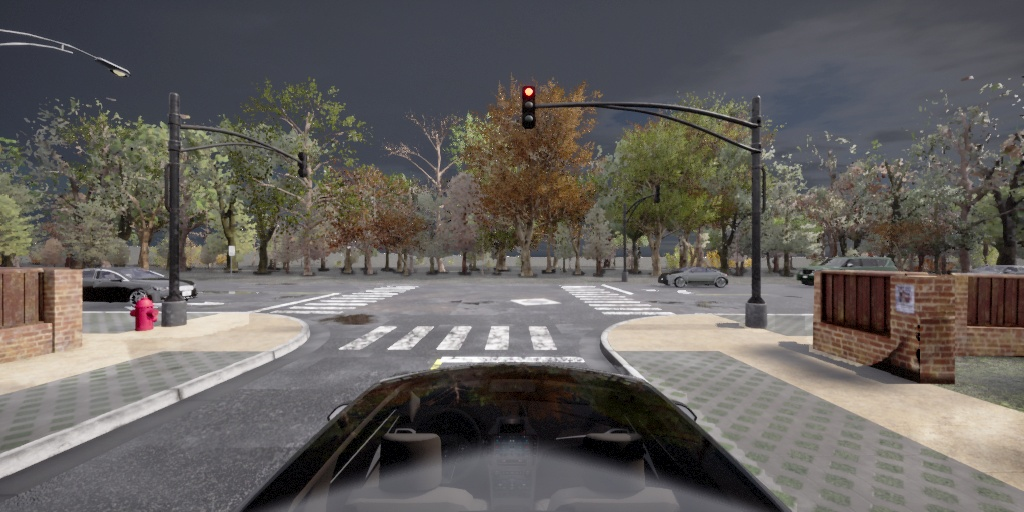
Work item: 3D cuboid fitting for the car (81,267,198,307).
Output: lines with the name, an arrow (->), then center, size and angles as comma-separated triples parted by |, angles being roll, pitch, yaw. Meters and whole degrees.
car -> -15.117, 1.183, 13.965 | 4.902, 1.511, 2.128 | 0, 0, 0

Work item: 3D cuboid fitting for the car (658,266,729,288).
car -> 12.030, 1.368, 23.948 | 4.181, 1.385, 1.994 | 0, 0, 0

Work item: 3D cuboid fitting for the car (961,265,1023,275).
car -> 32.517, 1.363, 23.957 | 4.902, 1.511, 2.128 | 0, 0, 0

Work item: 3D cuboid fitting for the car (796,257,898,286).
car -> 22.333, 1.062, 23.963 | 5.566, 2.045, 2.150 | 0, 0, -1
